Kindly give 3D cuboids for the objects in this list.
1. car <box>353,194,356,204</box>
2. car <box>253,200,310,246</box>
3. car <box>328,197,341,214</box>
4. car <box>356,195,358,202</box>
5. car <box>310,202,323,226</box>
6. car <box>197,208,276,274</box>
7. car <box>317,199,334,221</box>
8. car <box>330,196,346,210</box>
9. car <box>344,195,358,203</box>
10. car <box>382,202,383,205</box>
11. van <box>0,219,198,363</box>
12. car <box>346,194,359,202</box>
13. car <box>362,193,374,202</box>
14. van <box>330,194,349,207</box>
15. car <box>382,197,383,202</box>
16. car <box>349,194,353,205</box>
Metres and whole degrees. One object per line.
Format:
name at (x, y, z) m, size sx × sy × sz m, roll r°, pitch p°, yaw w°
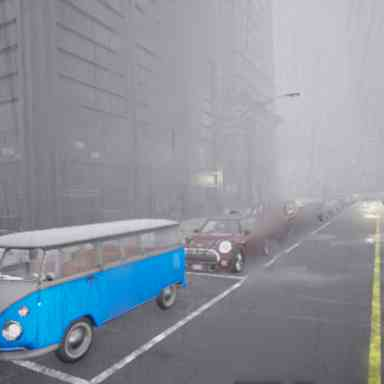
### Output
car at (23.148, 1.311, 50.162) m, size 1.802 × 1.307 × 4.206 m, roll -3°, pitch -1°, yaw 29°
car at (3.849, 1.344, 15.746) m, size 2.192 × 1.841 × 5.009 m, roll -3°, pitch -1°, yaw 29°
car at (12.124, 1.447, 30.494) m, size 2.008 × 1.369 × 4.403 m, roll -3°, pitch -1°, yaw 29°
car at (25.902, 1.255, 55.079) m, size 1.947 × 1.339 × 4.313 m, roll -3°, pitch -1°, yaw 29°
car at (6.614, 1.550, 20.660) m, size 1.947 × 1.339 × 4.313 m, roll -3°, pitch -1°, yaw 29°
car at (1.098, 1.514, 10.827) m, size 1.967 × 1.590 × 4.097 m, roll -3°, pitch -1°, yaw 29°
car at (9.369, 1.505, 25.577) m, size 1.947 × 1.339 × 4.313 m, roll -3°, pitch -1°, yaw 29°
car at (14.881, 1.435, 35.411) m, size 1.802 × 1.307 × 4.206 m, roll -3°, pitch -1°, yaw 29°
car at (28.658, 1.216, 59.996) m, size 1.947 × 1.339 × 4.313 m, roll -3°, pitch -1°, yaw 29°
car at (27.329, 1.103, 45.838) m, size 1.994 × 1.385 × 4.181 m, roll -2°, pitch -1°, yaw 29°
van at (-1.661, 1.460, 5.912) m, size 1.690 × 1.788 × 3.998 m, roll -3°, pitch -1°, yaw 29°
car at (31.413, 1.163, 64.913) m, size 2.008 × 1.369 × 4.403 m, roll -3°, pitch -1°, yaw 29°
car at (32.637, 1.038, 61.447) m, size 1.837 × 1.490 × 4.892 m, roll -2°, pitch -1°, yaw 29°
van at (17.627, 1.152, 40.331) m, size 1.690 × 1.788 × 3.998 m, roll -3°, pitch -1°, yaw 29°
car at (21.680, 1.128, 35.682) m, size 1.837 × 1.490 × 4.892 m, roll -2°, pitch -1°, yaw 30°
car at (20.307, 1.296, 45.097) m, size 1.752 × 1.417 × 4.829 m, roll -3°, pitch -1°, yaw 29°
